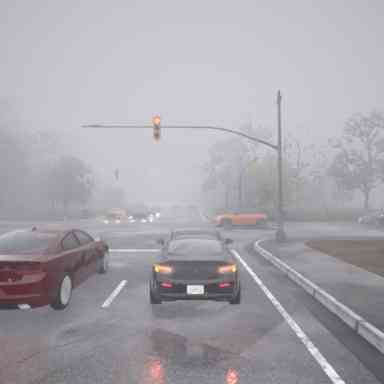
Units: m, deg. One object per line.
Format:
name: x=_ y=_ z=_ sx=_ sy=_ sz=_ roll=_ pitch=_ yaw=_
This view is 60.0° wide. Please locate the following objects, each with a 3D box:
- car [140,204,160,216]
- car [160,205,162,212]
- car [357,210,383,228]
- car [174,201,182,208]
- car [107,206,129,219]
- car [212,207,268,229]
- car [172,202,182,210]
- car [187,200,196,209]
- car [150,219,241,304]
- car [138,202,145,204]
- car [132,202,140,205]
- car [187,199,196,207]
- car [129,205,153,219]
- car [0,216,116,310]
car: x=-7.157 y=3.244 z=56.574 sx=2.128 sy=1.511 sz=4.902 roll=0 pitch=-1 yaw=0
car: x=-7.106 y=3.297 z=66.630 sx=2.128 sy=1.511 sz=4.902 roll=0 pitch=0 yaw=1
car: x=16.881 y=2.306 z=28.771 sx=4.902 sy=1.511 sz=2.128 roll=0 pitch=-2 yaw=-3
car: x=-3.712 y=3.210 z=86.815 sx=1.812 sy=1.442 sz=4.674 roll=0 pitch=0 yaw=-3
car: x=-10.657 y=3.023 z=46.969 sx=1.882 sy=1.535 sz=5.008 roll=0 pitch=-2 yaw=0
car: x=3.882 y=2.122 z=27.752 sx=4.553 sy=1.767 sz=2.097 roll=0 pitch=-2 yaw=-11
car: x=-3.598 y=3.341 z=76.904 sx=1.895 sy=1.301 sz=4.718 roll=0 pitch=0 yaw=0
car: x=-0.099 y=3.289 z=77.203 sx=1.994 sy=1.385 sz=4.181 roll=0 pitch=0 yaw=0
car: x=0.070 y=1.604 z=8.191 sx=1.812 sy=1.442 sz=4.674 roll=0 pitch=-1 yaw=0
car: x=-10.607 y=3.026 z=66.489 sx=2.150 sy=2.045 sz=5.566 roll=0 pitch=0 yaw=0
car: x=-10.655 y=3.094 z=55.829 sx=2.097 sy=1.767 sz=4.553 roll=0 pitch=-1 yaw=0
car: x=-0.203 y=2.877 z=86.937 sx=2.097 sy=1.767 sz=4.553 roll=0 pitch=0 yaw=-3
car: x=-7.146 y=3.026 z=47.103 sx=1.882 sy=1.535 sz=5.008 roll=0 pitch=-2 yaw=1
car: x=-3.427 y=1.554 z=8.048 sx=1.882 sy=1.535 sz=5.008 roll=0 pitch=-1 yaw=0
